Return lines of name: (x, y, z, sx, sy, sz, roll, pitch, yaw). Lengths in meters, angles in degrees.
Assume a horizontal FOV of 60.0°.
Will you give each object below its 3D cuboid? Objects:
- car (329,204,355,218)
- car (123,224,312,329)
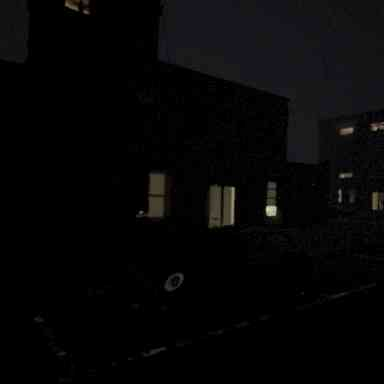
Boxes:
car: (13.948, 1.903, 33.230, 1.887, 1.381, 4.507, 1, -1, -35)
car: (0.643, 1.483, 6.999, 4.097, 1.590, 1.967, 1, 1, -35)
